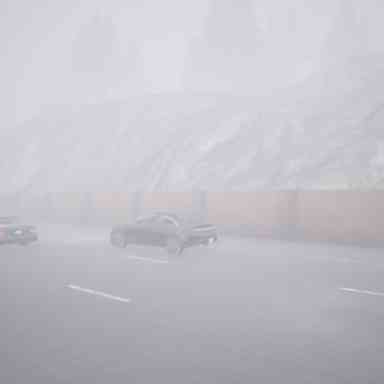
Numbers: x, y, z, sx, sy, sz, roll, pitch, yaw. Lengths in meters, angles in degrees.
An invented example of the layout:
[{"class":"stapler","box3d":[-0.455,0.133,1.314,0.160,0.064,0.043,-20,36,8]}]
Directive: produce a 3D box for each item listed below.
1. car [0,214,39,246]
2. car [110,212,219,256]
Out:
[{"class":"car","box3d":[-8.949,1.673,14.677,5.357,1.411,2.033,-1,0,35]},{"class":"car","box3d":[-1.277,1.563,13.502,4.902,1.511,2.128,-1,0,35]}]
